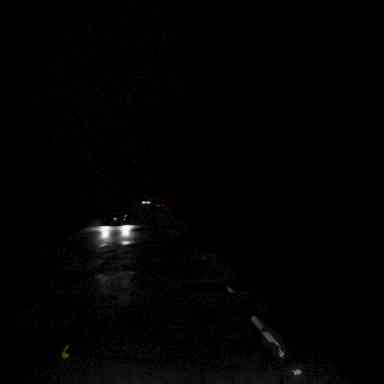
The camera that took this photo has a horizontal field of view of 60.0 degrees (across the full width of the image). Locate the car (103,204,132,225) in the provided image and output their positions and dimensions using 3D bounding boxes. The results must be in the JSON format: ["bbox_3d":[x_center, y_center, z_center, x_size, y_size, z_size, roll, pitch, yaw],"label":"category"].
[{"bbox_3d":[-5.830,1.739,26.504,1.837,1.490,4.892,-2,0,-6],"label":"car"}]

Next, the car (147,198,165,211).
[{"bbox_3d":[-4.573,1.795,44.521,2.033,1.411,5.357,-2,0,-6],"label":"car"}]

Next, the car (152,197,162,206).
[{"bbox_3d":[-6.888,1.860,65.371,1.882,1.535,5.008,-2,0,-6],"label":"car"}]
